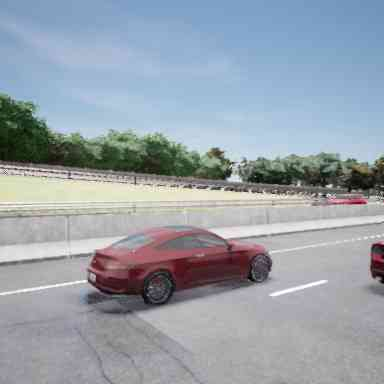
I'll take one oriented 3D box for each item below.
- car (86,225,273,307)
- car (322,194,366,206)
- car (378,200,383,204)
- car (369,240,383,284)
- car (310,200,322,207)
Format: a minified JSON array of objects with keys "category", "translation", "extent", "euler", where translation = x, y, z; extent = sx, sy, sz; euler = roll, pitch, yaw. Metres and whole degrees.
[{"category":"car","translation":[-0.113,1.530,7.977],"extent":[4.674,1.442,1.812],"euler":[0,0,-36]},{"category":"car","translation":[17.750,1.263,38.125],"extent":[5.566,2.045,2.150],"euler":[0,0,-35]},{"category":"car","translation":[21.764,1.572,36.680],"extent":[4.674,1.442,1.812],"euler":[0,0,-35]},{"category":"car","translation":[6.422,1.488,8.323],"extent":[5.008,1.535,1.882],"euler":[0,0,-35]},{"category":"car","translation":[16.725,1.609,41.685],"extent":[4.181,1.385,1.994],"euler":[0,0,-35]}]
